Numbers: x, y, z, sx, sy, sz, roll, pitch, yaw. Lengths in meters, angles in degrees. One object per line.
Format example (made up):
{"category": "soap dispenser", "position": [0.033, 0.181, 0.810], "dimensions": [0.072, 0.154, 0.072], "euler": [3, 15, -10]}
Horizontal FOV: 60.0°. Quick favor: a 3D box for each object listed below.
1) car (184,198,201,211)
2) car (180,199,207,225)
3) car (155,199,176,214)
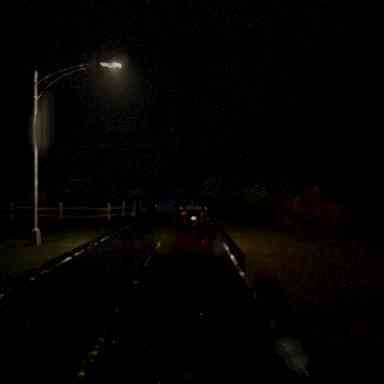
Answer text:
{"category": "car", "position": [0.108, 1.528, 41.175], "dimensions": [1.994, 1.385, 4.181], "euler": [0, 0, 0]}
{"category": "car", "position": [0.106, 1.495, 23.363], "dimensions": [1.812, 1.442, 4.674], "euler": [0, 0, 0]}
{"category": "car", "position": [-2.744, 1.450, 35.283], "dimensions": [1.882, 1.535, 5.008], "euler": [0, 0, 0]}
